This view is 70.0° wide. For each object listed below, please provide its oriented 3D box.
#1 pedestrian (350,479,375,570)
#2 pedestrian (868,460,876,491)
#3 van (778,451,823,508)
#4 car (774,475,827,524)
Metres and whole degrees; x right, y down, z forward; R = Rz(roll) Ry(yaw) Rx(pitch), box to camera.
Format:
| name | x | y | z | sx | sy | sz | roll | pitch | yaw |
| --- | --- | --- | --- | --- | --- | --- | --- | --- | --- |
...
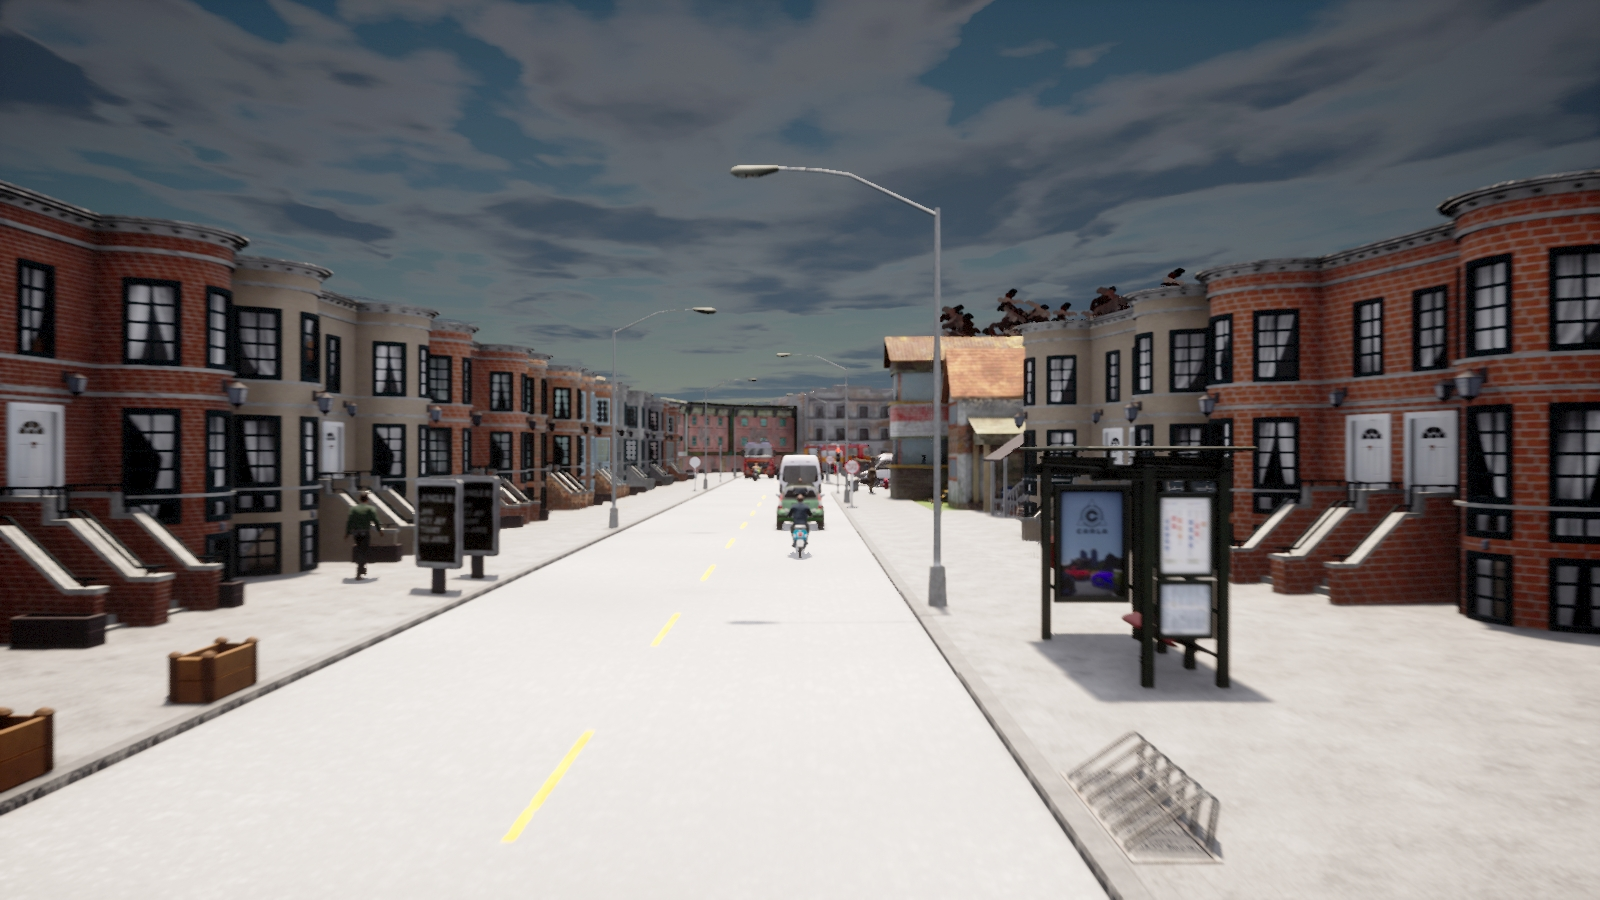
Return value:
| name | x | y | z | sx | sy | sz | roll | pitch | yaw |
| --- | --- | --- | --- | --- | --- | --- | --- | --- | --- |
| pedestrian | -9.016 | 1.525 | 23.552 | 0.375 | 1.860 | 0.375 | 0 | 0 | 2 |
| pedestrian | 4.368 | 1.526 | 69.278 | 0.375 | 1.860 | 0.375 | 0 | 0 | -6 |
| van | 0.007 | 1.316 | 53.809 | 1.988 | 2.561 | 5.915 | 0 | 0 | 0 |
| car | 0.007 | 1.781 | 41.971 | 1.851 | 1.617 | 3.988 | 0 | 0 | 0 |
